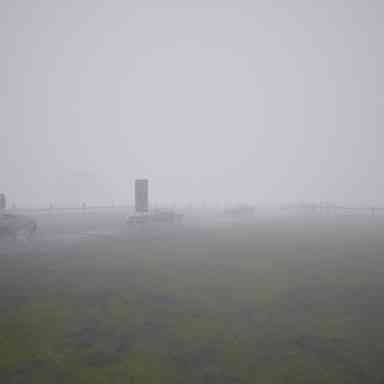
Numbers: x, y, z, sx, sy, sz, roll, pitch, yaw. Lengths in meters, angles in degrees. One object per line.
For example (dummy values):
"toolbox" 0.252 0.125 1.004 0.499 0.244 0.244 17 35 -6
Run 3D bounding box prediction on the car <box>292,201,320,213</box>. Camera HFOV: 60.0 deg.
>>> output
"car" 16.078 2.088 46.441 1.837 1.490 4.892 -1 -1 35

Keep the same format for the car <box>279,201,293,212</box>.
"car" 14.485 2.128 49.133 1.882 1.535 5.008 -1 -2 35

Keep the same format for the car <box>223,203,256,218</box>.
"car" 5.234 1.931 36.190 1.882 1.535 5.008 -1 -2 35

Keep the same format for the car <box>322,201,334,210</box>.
"car" 22.048 2.257 54.909 2.033 1.411 5.357 -1 -1 36

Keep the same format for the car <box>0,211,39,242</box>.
"car" -9.602 1.627 15.198 2.128 1.511 4.902 -1 -2 35

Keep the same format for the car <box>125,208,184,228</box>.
"car" -2.737 1.883 24.917 1.895 1.301 4.718 -1 -1 35
